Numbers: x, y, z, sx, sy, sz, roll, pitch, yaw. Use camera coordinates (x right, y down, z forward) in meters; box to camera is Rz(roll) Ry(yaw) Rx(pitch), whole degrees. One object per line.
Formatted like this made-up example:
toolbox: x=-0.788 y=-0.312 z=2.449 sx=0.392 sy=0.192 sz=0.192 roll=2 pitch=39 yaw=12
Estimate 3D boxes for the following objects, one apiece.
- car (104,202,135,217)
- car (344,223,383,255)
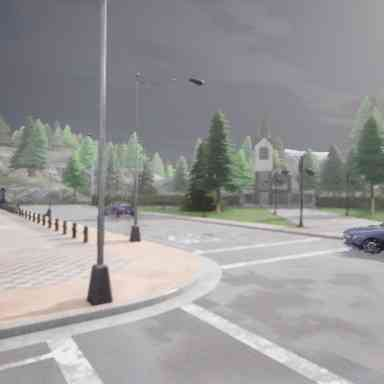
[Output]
car: x=-7.237 y=1.702 z=33.347 sx=1.812 sy=1.442 sz=4.674 roll=1 pitch=-1 yaw=-35
car: x=8.530 y=1.712 z=13.097 sx=4.674 sy=1.442 sz=1.812 roll=0 pitch=2 yaw=12
